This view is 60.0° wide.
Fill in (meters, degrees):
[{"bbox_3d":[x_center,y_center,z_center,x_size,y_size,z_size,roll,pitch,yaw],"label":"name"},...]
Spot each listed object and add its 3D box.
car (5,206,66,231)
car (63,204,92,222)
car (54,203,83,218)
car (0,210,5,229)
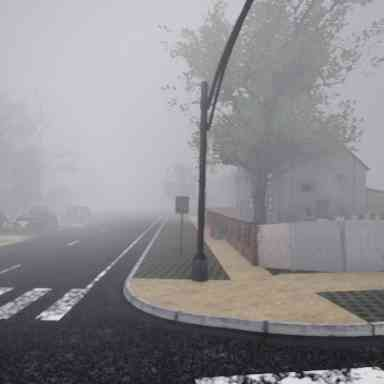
[{"bbox_3d":[-11.799,2.100,25.498,2.128,1.511,4.902,2,-2,-2],"label":"car"},{"bbox_3d":[-12.207,2.212,35.391,2.097,1.767,4.553,2,-2,-2],"label":"car"},{"bbox_3d":[-15.735,2.302,42.539,2.097,1.767,4.553,2,-2,-2],"label":"car"},{"bbox_3d":[-14.979,1.977,23.805,1.837,1.490,4.892,2,-1,-2],"label":"car"}]
